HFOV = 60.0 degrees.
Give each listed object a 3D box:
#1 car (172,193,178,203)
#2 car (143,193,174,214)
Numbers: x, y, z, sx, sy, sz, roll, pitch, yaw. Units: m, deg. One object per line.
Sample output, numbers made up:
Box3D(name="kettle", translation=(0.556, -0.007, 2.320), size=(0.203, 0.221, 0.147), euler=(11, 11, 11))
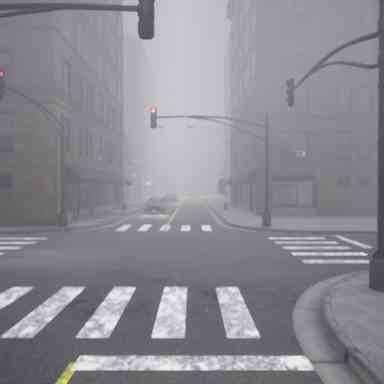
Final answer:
Box3D(name="car", translation=(-3.002, 0.838, 46.871), size=(2.033, 1.411, 5.357), euler=(0, 1, 0))
Box3D(name="car", translation=(-3.046, 1.100, 29.405), size=(2.033, 1.411, 5.357), euler=(0, 1, 0))
